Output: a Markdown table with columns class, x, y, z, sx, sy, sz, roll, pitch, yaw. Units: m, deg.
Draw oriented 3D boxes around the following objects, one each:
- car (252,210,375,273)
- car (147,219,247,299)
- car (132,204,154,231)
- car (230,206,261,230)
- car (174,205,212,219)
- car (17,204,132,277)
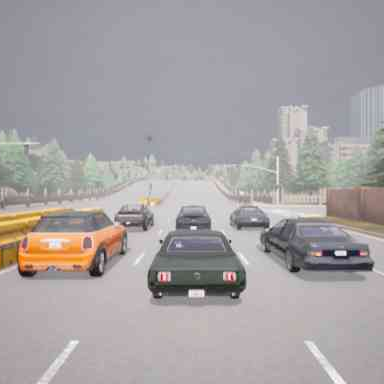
| class | x | y | z | sx | sy | sz | roll | pitch | yaw |
| --- | --- | --- | --- | --- | --- | --- | --- | --- | --- |
| car | 3.586 | 1.542 | 10.644 | 2.033 | 1.411 | 5.357 | 0 | 0 | -1 |
| car | 0.087 | 1.596 | 8.406 | 1.895 | 1.301 | 4.718 | 0 | 0 | 0 |
| car | -3.434 | 1.481 | 20.346 | 2.128 | 1.511 | 4.902 | 0 | 0 | 0 |
| car | 3.566 | 1.553 | 21.050 | 1.994 | 1.385 | 4.181 | 0 | 0 | 0 |
| car | 0.070 | 1.495 | 18.643 | 1.837 | 1.490 | 4.892 | 0 | 0 | 0 |
| car | -3.412 | 1.347 | 10.405 | 2.097 | 1.767 | 4.553 | 0 | 0 | 0 |
